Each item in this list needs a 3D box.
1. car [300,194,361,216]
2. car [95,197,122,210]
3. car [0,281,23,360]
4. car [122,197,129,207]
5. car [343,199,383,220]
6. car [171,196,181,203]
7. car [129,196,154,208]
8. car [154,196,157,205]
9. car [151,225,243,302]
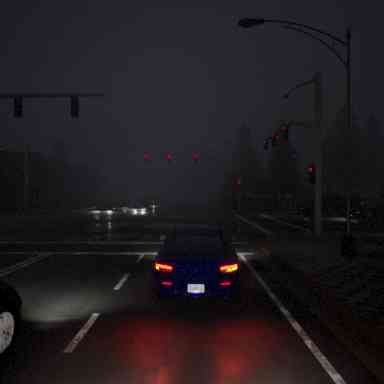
[{"bbox_3d":[13.078,1.219,31.153,5.566,2.045,2.150,0,0,0],"label":"car"},{"bbox_3d":[-10.605,1.521,41.983,1.812,1.442,4.674,0,0,0],"label":"car"},{"bbox_3d":[-3.440,1.505,3.008,1.837,1.490,4.892,0,0,0],"label":"car"},{"bbox_3d":[-10.608,1.472,51.198,1.882,1.535,5.008,0,0,0],"label":"car"},{"bbox_3d":[15.898,1.545,27.652,5.357,1.411,2.033,0,0,0],"label":"car"},{"bbox_3d":[-3.447,1.470,69.651,1.882,1.535,5.008,0,0,0],"label":"car"},{"bbox_3d":[-7.088,1.487,47.205,2.128,1.511,4.902,0,0,0],"label":"car"},{"bbox_3d":[-7.080,1.499,57.289,1.837,1.490,4.892,0,0,1],"label":"car"},{"bbox_3d":[0.135,1.525,8.140,1.812,1.442,4.674,0,0,2],"label":"car"}]
